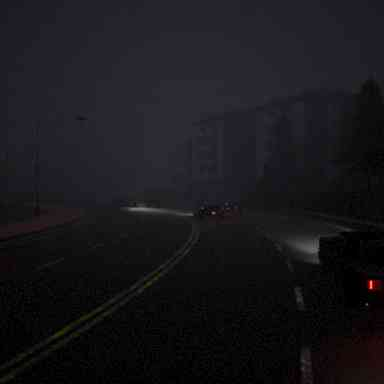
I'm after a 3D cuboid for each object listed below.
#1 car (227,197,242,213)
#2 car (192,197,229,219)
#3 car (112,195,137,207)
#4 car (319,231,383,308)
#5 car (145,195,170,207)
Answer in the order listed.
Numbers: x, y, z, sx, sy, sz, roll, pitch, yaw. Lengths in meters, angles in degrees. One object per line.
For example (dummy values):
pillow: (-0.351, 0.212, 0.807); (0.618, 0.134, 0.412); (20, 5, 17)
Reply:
car: (3.361, 1.217, 32.612); (1.812, 1.442, 4.674); (0, 1, -16)
car: (1.227, 1.278, 26.214); (1.812, 1.442, 4.674); (0, 1, -8)
car: (-8.560, 1.103, 41.942); (2.128, 1.511, 4.902); (0, 1, -32)
car: (4.080, 1.527, 7.469); (1.895, 1.301, 4.718); (0, 1, 14)
car: (-4.381, 1.102, 41.855); (2.128, 1.511, 4.902); (0, 1, -29)
